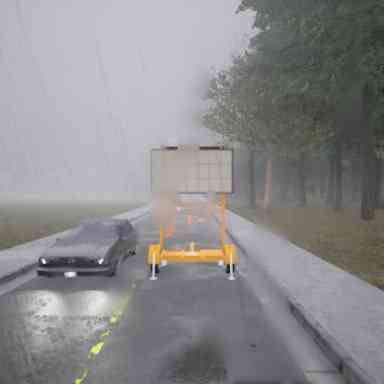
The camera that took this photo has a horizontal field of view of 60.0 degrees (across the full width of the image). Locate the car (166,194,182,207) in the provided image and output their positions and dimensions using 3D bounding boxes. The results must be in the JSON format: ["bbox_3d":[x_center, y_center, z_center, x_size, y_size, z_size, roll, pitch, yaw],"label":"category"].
[{"bbox_3d":[-2.770,1.177,51.054,2.150,2.045,5.566,0,0,0],"label":"car"}]

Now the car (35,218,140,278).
[{"bbox_3d":[-2.835,1.538,10.423,2.033,1.411,5.357,0,0,0],"label":"car"}]

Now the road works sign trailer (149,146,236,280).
[{"bbox_3d":[0.016,0.456,9.894,2.380,3.560,2.880,0,0,0],"label":"road works sign trailer"}]
